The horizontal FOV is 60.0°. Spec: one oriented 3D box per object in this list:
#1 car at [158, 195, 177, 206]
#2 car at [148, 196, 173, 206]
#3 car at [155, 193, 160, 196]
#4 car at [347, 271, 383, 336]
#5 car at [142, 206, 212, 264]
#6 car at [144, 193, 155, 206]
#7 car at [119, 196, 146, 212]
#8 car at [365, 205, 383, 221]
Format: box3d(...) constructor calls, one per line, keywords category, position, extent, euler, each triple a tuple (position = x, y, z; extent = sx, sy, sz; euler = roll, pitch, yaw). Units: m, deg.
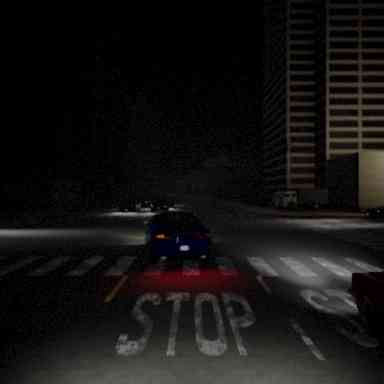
box3d(category="car", position=(-3.596, 1.552, 47.200), extent=(1.994, 1.385, 4.181), euler=(0, 0, 0))
box3d(category="car", position=(-3.594, 1.495, 38.286), extent=(1.837, 1.490, 4.892), euler=(0, 0, 0))
box3d(category="car", position=(-7.028, 1.207, 62.111), extent=(2.150, 2.045, 5.566), euler=(0, 0, 0))
box3d(category="car", position=(3.605, 1.600, 3.694), extent=(1.895, 1.301, 4.718), euler=(0, 0, 1))
box3d(category="car", position=(-0.666, 1.457, 11.935), extent=(1.882, 1.535, 5.008), euler=(0, 0, -11))
box3d(category="car", position=(-7.095, 1.340, 48.032), extent=(2.097, 1.767, 4.553), euler=(0, 0, 0))
box3d(category="car", position=(-7.096, 1.537, 38.598), extent=(2.033, 1.411, 5.357), euler=(0, 0, 0))
box3d(category="car", position=(15.910, 1.429, 25.494), extent=(4.902, 1.511, 2.128), euler=(0, 0, 0))
